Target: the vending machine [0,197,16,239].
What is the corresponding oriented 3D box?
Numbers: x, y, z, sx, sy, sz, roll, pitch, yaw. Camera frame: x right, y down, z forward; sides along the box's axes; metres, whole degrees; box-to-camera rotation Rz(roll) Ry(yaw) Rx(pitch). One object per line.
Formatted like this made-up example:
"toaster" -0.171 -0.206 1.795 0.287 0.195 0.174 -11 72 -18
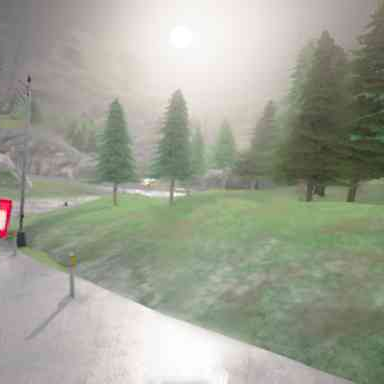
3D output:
"vending machine" -10.244 1.364 17.871 1.100 2.100 0.880 8 1 -32
